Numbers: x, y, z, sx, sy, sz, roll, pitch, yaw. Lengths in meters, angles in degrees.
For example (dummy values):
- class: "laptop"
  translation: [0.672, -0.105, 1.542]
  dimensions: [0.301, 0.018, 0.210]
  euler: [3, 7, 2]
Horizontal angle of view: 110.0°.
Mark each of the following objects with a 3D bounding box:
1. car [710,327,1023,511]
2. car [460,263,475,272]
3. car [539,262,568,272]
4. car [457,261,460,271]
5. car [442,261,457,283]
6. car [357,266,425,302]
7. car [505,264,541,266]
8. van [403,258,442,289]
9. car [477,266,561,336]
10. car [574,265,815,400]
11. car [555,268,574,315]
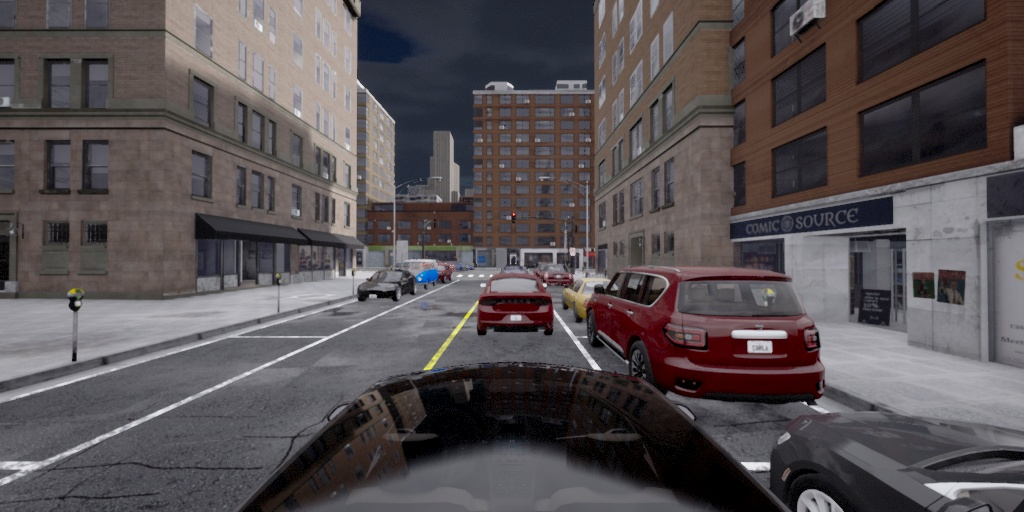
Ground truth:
- class: "car"
  translation: [2.668, 1.300, 0.784]
  dimensions: [2.007, 1.370, 4.403]
  euler: [0, 0, 0]
- class: "car"
  translation: [-7.256, 1.275, 44.300]
  dimensions: [5.357, 1.411, 2.033]
  euler: [0, -1, 0]
- class: "car"
  translation: [2.694, 1.209, 22.713]
  dimensions: [1.967, 1.591, 4.097]
  euler: [0, 0, 0]
- class: "car"
  translation: [-8.692, 1.032, 41.064]
  dimensions: [4.553, 1.767, 2.097]
  euler: [0, -1, 0]
- class: "car"
  translation: [-5.825, 1.321, 28.207]
  dimensions: [1.888, 1.381, 4.507]
  euler: [0, 0, 0]
- class: "car"
  translation: [-5.838, 1.329, 17.242]
  dimensions: [1.948, 1.339, 4.313]
  euler: [0, 0, 0]
- class: "car"
  translation: [0.118, 1.255, 18.080]
  dimensions: [2.128, 1.511, 4.902]
  euler: [0, 0, 0]
- class: "van"
  translation: [-5.832, 1.110, 22.725]
  dimensions: [1.690, 1.789, 3.998]
  euler: [0, 0, 0]
- class: "car"
  translation: [0.059, 1.233, 10.495]
  dimensions: [1.882, 1.535, 5.008]
  euler: [0, 0, -1]
- class: "car"
  translation: [2.674, 1.067, 6.265]
  dimensions: [2.192, 1.841, 5.009]
  euler: [0, 0, 0]
- class: "car"
  translation: [2.681, 1.282, 11.918]
  dimensions: [1.751, 1.417, 4.829]
  euler: [0, 0, 0]
